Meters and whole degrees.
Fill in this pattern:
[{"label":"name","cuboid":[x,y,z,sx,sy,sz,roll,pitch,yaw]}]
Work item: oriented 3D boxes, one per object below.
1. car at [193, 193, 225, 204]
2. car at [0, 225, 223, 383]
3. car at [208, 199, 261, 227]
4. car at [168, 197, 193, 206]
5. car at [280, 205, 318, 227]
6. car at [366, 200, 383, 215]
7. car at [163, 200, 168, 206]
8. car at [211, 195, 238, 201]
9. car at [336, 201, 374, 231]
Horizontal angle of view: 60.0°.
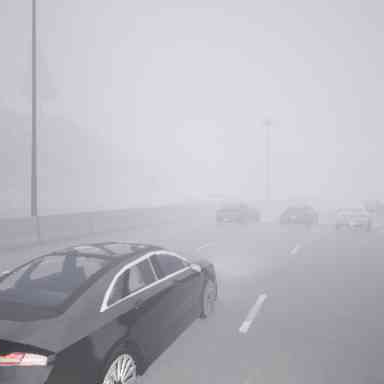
[{"label":"car","cuboid":[3.066,1.219,48.839,2.150,2.045,5.566,0,0,37]},{"label":"car","cuboid":[-1.052,1.491,4.827,2.128,1.511,4.902,0,0,21]},{"label":"car","cuboid":[3.248,1.488,22.693,2.128,1.511,4.902,0,0,28]},{"label":"car","cuboid":[-0.743,1.485,49.543,2.128,1.511,4.902,0,0,36]},{"label":"car","cuboid":[7.548,1.561,23.263,1.994,1.385,4.181,0,0,29]},{"label":"car","cuboid":[18.419,1.543,33.988,2.033,1.411,5.357,0,0,35]},{"label":"car","cuboid":[-2.291,1.540,53.368,2.033,1.411,5.357,0,0,37]},{"label":"car","cuboid":[5.131,1.486,45.725,2.128,1.511,4.902,0,0,36]},{"label":"car","cuboid":[10.117,1.523,20.709,1.812,1.442,4.674,0,0,29]}]
